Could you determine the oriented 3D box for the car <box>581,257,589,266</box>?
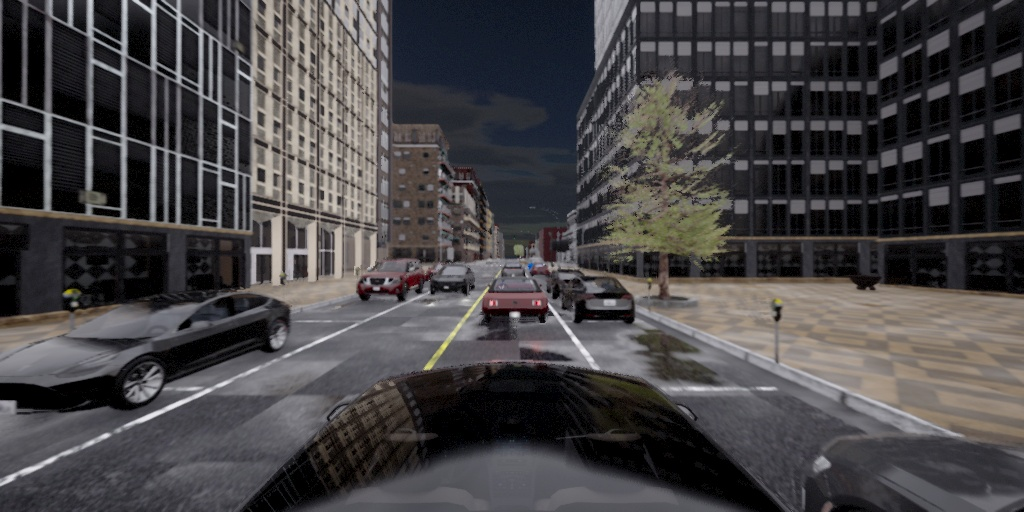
[{"bbox_3d":[14.924,1.075,61.163,5.009,1.841,2.192,0,0,0],"label":"car"}]

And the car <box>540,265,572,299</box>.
[{"bbox_3d":[2.659,1.303,17.524,1.948,1.339,4.313,0,0,0],"label":"car"}]

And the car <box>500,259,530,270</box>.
[{"bbox_3d":[0.096,1.223,28.969,2.128,1.511,4.902,0,0,0],"label":"car"}]

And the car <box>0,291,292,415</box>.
[{"bbox_3d":[-5.690,1.312,6.173,1.948,1.339,4.313,0,0,0],"label":"car"}]

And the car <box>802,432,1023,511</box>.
[{"bbox_3d":[2.659,1.302,0.457,2.007,1.370,4.403,0,0,0],"label":"car"}]

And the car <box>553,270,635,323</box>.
[{"bbox_3d":[2.658,1.307,11.834,1.948,1.339,4.313,0,0,0],"label":"car"}]

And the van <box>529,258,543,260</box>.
[{"bbox_3d":[2.660,1.069,40.280,1.690,1.789,3.998,0,0,0],"label":"van"}]

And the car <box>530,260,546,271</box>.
[{"bbox_3d":[2.660,1.312,34.591,1.802,1.307,4.207,0,0,0],"label":"car"}]

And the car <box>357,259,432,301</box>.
[{"bbox_3d":[-5.689,1.053,17.550,2.192,1.841,5.009,0,0,0],"label":"car"}]

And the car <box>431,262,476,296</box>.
[{"bbox_3d":[-3.100,1.214,19.474,1.882,1.535,5.008,0,0,0],"label":"car"}]

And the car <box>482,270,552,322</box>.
[{"bbox_3d":[0.092,1.342,12.216,1.895,1.301,4.718,0,0,0],"label":"car"}]
